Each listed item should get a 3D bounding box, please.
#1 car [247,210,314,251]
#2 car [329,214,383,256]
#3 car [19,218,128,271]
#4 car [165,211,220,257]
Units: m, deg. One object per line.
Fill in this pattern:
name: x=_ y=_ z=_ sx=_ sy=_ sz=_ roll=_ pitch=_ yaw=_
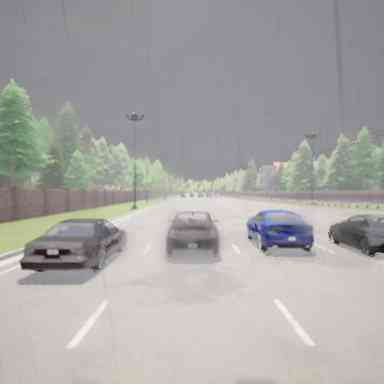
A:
car: x=3.551 y=1.479 z=14.155 sx=1.882 sy=1.535 sz=5.008 roll=0 pitch=0 yaw=0
car: x=7.042 y=1.567 z=13.092 sx=1.994 sy=1.385 sz=4.181 roll=0 pitch=0 yaw=1
car: x=-3.477 y=1.549 z=10.826 sx=2.033 sy=1.411 sz=5.357 roll=0 pitch=0 yaw=0
car: x=0.041 y=1.493 z=12.965 sx=2.128 sy=1.511 sz=4.902 roll=0 pitch=0 yaw=0
